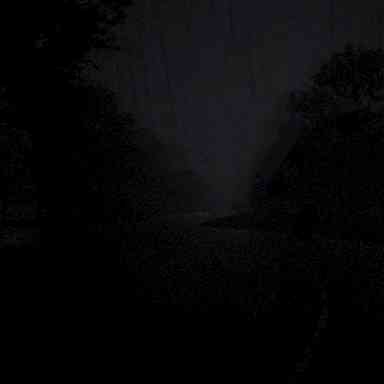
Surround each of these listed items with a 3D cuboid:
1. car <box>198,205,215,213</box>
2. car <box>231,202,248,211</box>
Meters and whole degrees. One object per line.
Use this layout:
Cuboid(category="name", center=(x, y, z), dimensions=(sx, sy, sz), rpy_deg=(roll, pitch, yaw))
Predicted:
Cuboid(category="car", center=(2.502, 2.918, 56.702), dimensions=(1.994, 1.385, 4.181), rpy_deg=(-1, -2, 18))
Cuboid(category="car", center=(9.038, 2.876, 65.549), dimensions=(2.097, 1.767, 4.553), rpy_deg=(-1, -1, 18))
